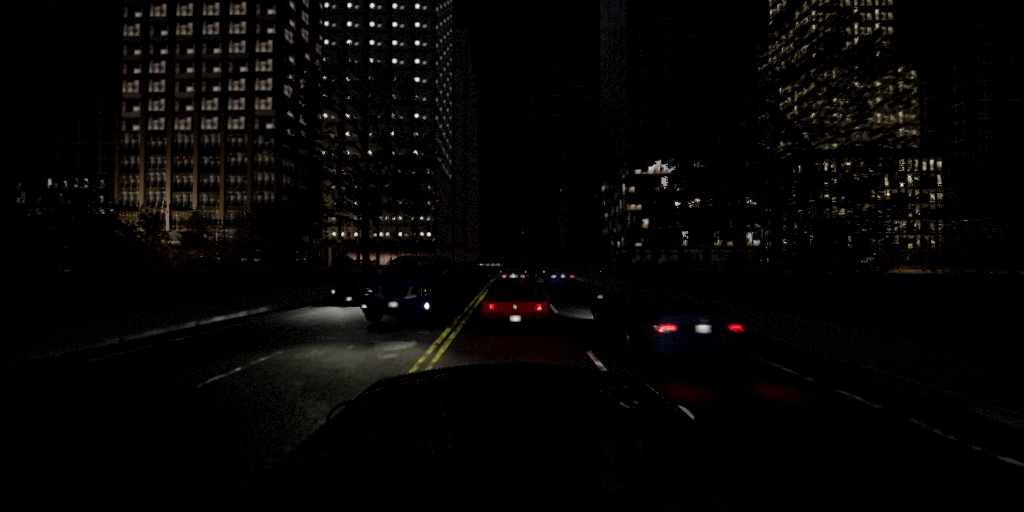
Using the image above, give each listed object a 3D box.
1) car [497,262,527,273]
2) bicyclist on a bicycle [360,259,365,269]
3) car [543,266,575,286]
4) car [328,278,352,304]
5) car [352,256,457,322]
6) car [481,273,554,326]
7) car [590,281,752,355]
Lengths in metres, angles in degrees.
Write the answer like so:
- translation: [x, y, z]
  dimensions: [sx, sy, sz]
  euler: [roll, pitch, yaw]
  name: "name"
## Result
- translation: [0.098, 1.393, 26.057]
  dimensions: [2.033, 1.411, 5.357]
  euler: [0, 0, 0]
  name: "car"
- translation: [-25.156, 1.366, 60.342]
  dimensions: [0.582, 1.620, 1.656]
  euler: [0, -1, 2]
  name: "bicyclist on a bicycle"
- translation: [3.347, 1.393, 26.033]
  dimensions: [2.033, 1.411, 5.357]
  euler: [0, 0, 0]
  name: "car"
- translation: [-6.600, 1.360, 17.164]
  dimensions: [2.033, 1.411, 5.357]
  euler: [0, 0, 0]
  name: "car"
- translation: [-3.349, 1.017, 12.887]
  dimensions: [2.150, 2.045, 5.566]
  euler: [0, 0, 0]
  name: "car"
- translation: [0.095, 1.392, 11.792]
  dimensions: [1.895, 1.301, 4.718]
  euler: [0, 0, 0]
  name: "car"
- translation: [3.343, 1.327, 8.779]
  dimensions: [2.033, 1.411, 5.357]
  euler: [0, 0, 0]
  name: "car"
